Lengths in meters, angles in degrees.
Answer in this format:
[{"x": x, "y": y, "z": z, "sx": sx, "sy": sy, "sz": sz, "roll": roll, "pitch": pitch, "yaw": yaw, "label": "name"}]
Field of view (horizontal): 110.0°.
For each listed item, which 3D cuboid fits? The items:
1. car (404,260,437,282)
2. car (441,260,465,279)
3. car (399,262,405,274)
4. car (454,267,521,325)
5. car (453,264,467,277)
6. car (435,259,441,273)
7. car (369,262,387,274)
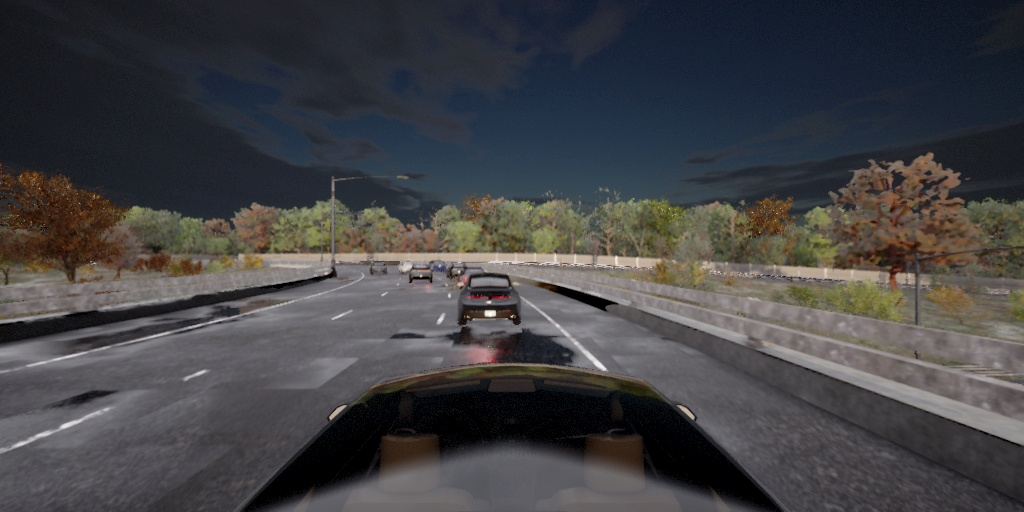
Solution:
[{"x": -7.744, "y": 1.375, "z": 30.332, "sx": 2.128, "sy": 1.511, "sz": 4.902, "roll": 0, "pitch": 0, "yaw": -15, "label": "car"}, {"x": -5.192, "y": 1.386, "z": 34.017, "sx": 2.128, "sy": 1.511, "sz": 4.902, "roll": 0, "pitch": 0, "yaw": -17, "label": "car"}, {"x": -13.129, "y": 1.479, "z": 45.191, "sx": 1.812, "sy": 1.442, "sz": 4.674, "roll": 0, "pitch": 0, "yaw": -23, "label": "car"}, {"x": -0.789, "y": 1.302, "z": 12.103, "sx": 1.837, "sy": 1.490, "sz": 4.892, "roll": 0, "pitch": 0, "yaw": -5, "label": "car"}, {"x": -2.568, "y": 1.410, "z": 23.434, "sx": 1.994, "sy": 1.385, "sz": 4.181, "roll": 0, "pitch": 0, "yaw": -11, "label": "car"}, {"x": -9.760, "y": 1.304, "z": 46.152, "sx": 2.097, "sy": 1.767, "sz": 4.553, "roll": 0, "pitch": 0, "yaw": -23, "label": "car"}, {"x": -16.458, "y": 1.445, "z": 44.060, "sx": 2.128, "sy": 1.511, "sz": 4.902, "roll": 0, "pitch": 0, "yaw": -24, "label": "car"}]
